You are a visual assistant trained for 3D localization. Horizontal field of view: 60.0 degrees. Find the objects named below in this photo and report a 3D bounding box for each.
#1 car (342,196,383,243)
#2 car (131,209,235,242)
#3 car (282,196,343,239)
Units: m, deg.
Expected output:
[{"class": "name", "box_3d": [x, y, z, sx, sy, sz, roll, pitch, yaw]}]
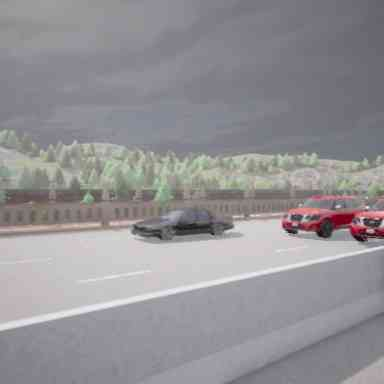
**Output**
[{"class": "car", "box_3d": [9.469, 1.230, 15.038, 5.566, 2.045, 2.150, 0, 0, -35]}, {"class": "car", "box_3d": [-0.288, 1.549, 16.681, 5.357, 1.411, 2.033, 0, 0, -35]}, {"class": "car", "box_3d": [7.251, 1.229, 17.757, 5.566, 2.045, 2.150, 0, 0, -35]}]
